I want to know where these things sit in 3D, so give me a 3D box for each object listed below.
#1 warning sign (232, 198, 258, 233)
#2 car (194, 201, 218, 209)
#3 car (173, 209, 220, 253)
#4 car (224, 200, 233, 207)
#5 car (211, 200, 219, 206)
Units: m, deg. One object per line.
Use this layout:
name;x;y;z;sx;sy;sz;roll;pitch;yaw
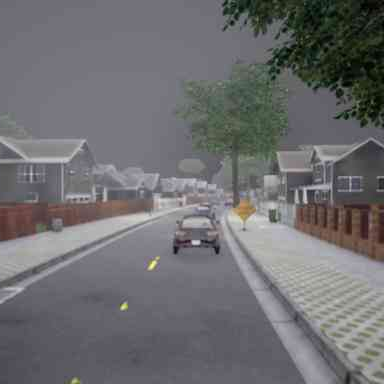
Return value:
warning sign;2.963;1.302;18.783;1.300;1.860;1.060;0;0;3
car;1.151;1.817;29.208;1.812;1.442;4.674;0;0;5
car;0.240;1.666;14.301;1.812;1.442;4.674;0;0;2
car;7.696;2.276;68.074;1.812;1.442;4.674;0;-1;12
car;4.817;2.346;72.445;1.994;1.385;4.181;0;-1;12
